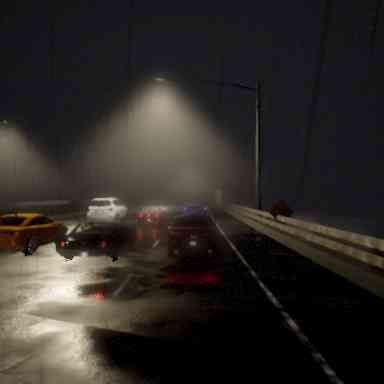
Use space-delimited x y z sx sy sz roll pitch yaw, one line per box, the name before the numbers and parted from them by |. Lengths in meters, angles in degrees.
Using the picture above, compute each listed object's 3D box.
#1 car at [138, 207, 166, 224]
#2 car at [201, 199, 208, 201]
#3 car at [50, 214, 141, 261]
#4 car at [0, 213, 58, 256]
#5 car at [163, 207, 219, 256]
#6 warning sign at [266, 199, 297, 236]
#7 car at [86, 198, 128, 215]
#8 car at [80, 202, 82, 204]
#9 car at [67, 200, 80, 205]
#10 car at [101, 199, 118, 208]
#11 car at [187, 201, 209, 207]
car | -3.262 1.916 27.844 1.895 1.301 4.718 0 -1 1
car | 2.931 2.393 76.754 1.882 1.535 5.008 0 -1 3
car | -3.438 1.745 12.917 1.895 1.301 4.718 0 -1 1
car | -6.920 1.633 13.925 1.882 1.535 5.008 0 0 1
car | 0.080 1.631 13.875 1.882 1.535 5.008 0 0 1
warning sign | 4.617 1.306 17.230 1.300 1.860 1.060 -1 -2 1
car | -6.779 1.534 27.225 2.150 2.045 5.566 0 0 1
car | -19.761 2.310 65.857 2.128 1.511 4.902 0 -1 2
car | -23.257 2.345 66.000 1.994 1.385 4.181 0 -1 2
car | -16.263 2.264 65.808 1.882 1.535 5.008 0 0 2
car | 0.265 1.802 28.771 1.882 1.535 5.008 0 0 1
